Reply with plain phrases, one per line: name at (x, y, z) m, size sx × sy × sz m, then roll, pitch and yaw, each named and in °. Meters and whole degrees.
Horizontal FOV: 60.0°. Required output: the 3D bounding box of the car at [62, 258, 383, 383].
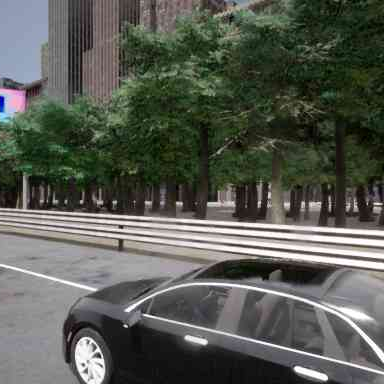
car at (0.576, 1.505, 3.585) m, size 4.892 × 1.490 × 1.837 m, roll 0°, pitch 0°, yaw 36°
